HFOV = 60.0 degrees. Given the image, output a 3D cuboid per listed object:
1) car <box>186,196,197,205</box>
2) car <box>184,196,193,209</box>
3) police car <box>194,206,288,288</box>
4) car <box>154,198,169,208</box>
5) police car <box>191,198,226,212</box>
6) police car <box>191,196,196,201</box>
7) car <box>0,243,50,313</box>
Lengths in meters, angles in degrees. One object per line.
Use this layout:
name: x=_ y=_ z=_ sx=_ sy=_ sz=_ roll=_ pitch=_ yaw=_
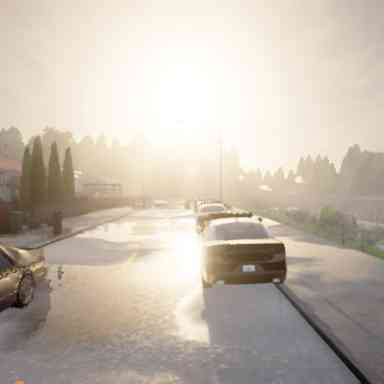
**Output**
car: x=-0.063 y=1.456 z=57.588 sx=1.837 sy=1.490 sz=4.892 roll=0 pitch=0 yaw=0
car: x=-0.015 y=1.526 z=45.226 sx=1.994 sy=1.385 sz=4.181 roll=0 pitch=0 yaw=0
police car: x=1.150 y=1.393 z=9.354 sx=1.930 sy=1.638 sz=5.238 roll=-2 pitch=-1 yaw=0
car: x=-4.150 y=1.508 z=46.428 sx=2.033 sy=1.411 sz=5.357 roll=0 pitch=0 yaw=0
police car: x=1.122 y=1.358 z=19.346 sx=1.930 sy=1.638 sz=5.238 roll=-4 pitch=0 yaw=0
police car: x=1.118 y=1.354 z=25.338 sx=1.930 sy=1.638 sz=5.238 roll=-4 pitch=0 yaw=0
car: x=-4.106 y=1.543 z=5.164 sx=2.033 sy=1.411 sz=5.357 roll=0 pitch=0 yaw=0
